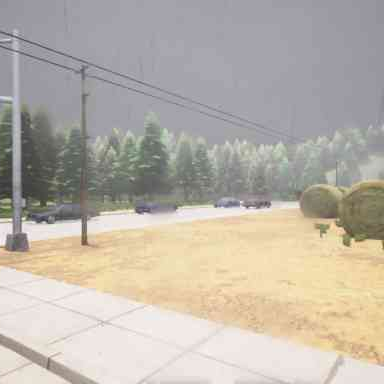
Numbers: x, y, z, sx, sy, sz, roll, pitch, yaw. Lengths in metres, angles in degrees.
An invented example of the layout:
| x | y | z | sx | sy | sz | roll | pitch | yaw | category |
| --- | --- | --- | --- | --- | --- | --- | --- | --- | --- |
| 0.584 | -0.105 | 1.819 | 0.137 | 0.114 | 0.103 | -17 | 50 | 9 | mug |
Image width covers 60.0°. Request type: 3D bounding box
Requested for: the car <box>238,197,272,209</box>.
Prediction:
| x | y | z | sx | sy | sz | roll | pitch | yaw | category |
| --- | --- | --- | --- | --- | --- | --- | --- | --- | --- |
| 8.502 | 1.413 | 43.083 | 2.033 | 1.411 | 5.357 | 0 | 0 | 37 | car |

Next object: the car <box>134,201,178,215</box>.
| x | y | z | sx | sy | sz | roll | pitch | yaw | category |
| --- | --- | --- | --- | --- | --- | --- | --- | --- | --- |
| -3.518 | 1.555 | 33.093 | 1.895 | 1.301 | 4.718 | 0 | 0 | 37 | car |

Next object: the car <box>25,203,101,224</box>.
| x | y | z | sx | sy | sz | roll | pitch | yaw | category |
| --- | --- | --- | --- | --- | --- | --- | --- | --- | --- |
| -9.513 | 1.554 | 25.021 | 2.033 | 1.411 | 5.357 | 0 | 0 | 37 | car |

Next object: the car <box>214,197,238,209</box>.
| x | y | z | sx | sy | sz | roll | pitch | yaw | category |
| --- | --- | --- | --- | --- | --- | --- | --- | --- | --- |
| 4.684 | 1.408 | 44.096 | 1.812 | 1.442 | 4.674 | 0 | 1 | 37 | car |
